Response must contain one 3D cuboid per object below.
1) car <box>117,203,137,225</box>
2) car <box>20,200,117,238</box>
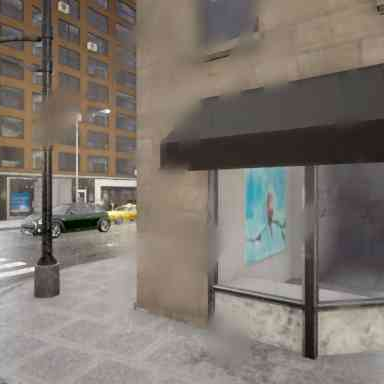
[{"bbox_3d":[-4.825,1.548,24.633,1.752,1.417,4.829,0,0,36],"label":"car"},{"bbox_3d":[-6.626,1.366,17.807,2.097,1.767,4.553,0,0,36],"label":"car"}]
